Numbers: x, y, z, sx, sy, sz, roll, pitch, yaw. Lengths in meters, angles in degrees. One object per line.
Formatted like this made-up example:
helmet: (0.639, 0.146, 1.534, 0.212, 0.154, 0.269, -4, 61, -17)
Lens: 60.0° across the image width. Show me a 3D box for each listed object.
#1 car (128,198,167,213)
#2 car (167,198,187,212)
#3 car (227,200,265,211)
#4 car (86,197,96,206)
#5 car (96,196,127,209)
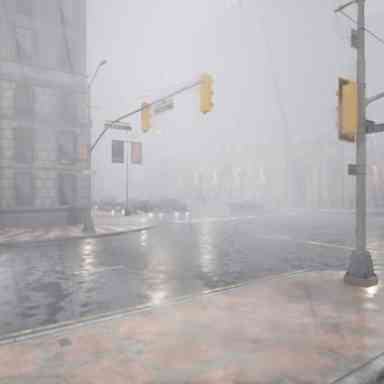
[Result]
car: (-5.013, 1.563, 37.030, 1.994, 1.385, 4.181, 0, 0, -36)
car: (-2.455, 1.504, 39.465, 1.837, 1.490, 4.892, 0, 0, -36)
car: (6.339, 1.600, 39.613, 1.895, 1.301, 4.718, 0, 0, -36)
car: (-16.976, 1.547, 53.857, 2.033, 1.411, 5.357, 0, 0, -35)
car: (-10.962, 1.600, 45.318, 1.895, 1.301, 4.718, 0, 0, -35)
